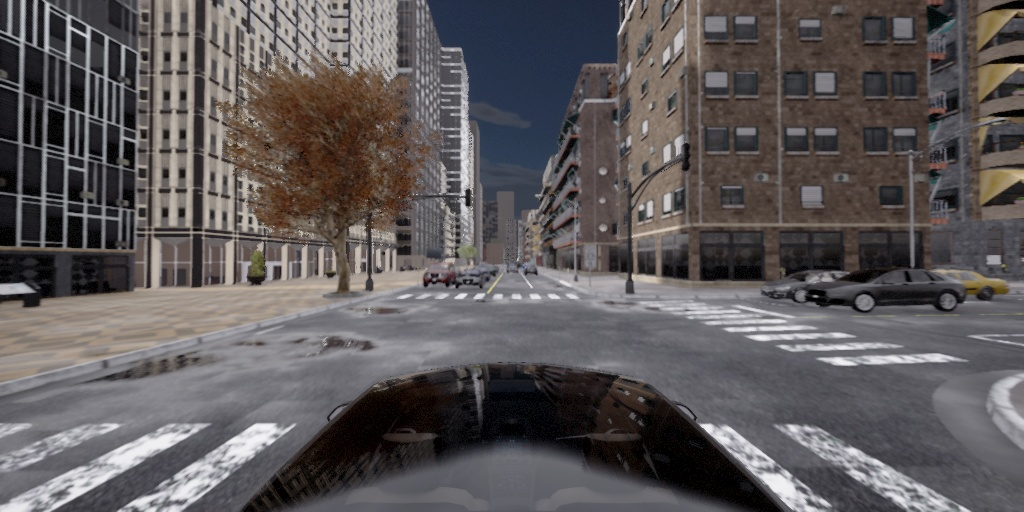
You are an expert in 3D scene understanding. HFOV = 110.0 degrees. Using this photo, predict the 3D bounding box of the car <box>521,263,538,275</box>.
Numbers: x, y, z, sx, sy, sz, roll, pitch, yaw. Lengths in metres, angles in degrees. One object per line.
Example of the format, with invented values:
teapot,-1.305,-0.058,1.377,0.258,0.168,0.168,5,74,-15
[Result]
car,2.691,2.037,50.901,1.948,1.339,4.313,0,0,0

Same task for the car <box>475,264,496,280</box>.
car,-3.100,1.807,36.689,2.033,1.411,5.357,0,-1,0

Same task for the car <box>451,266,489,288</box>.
car,-3.091,1.684,27.305,1.994,1.385,4.181,0,-1,1

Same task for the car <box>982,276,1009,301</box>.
car,18.832,1.193,15.901,4.829,1.417,1.751,0,0,-1

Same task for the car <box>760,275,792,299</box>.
car,13.435,1.294,15.845,4.403,1.370,2.007,0,0,-1

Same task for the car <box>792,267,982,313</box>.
car,13.651,1.210,13.277,4.892,1.490,1.837,-1,-1,0

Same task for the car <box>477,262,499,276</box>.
car,-3.088,1.762,46.840,2.097,1.767,4.553,0,-1,0

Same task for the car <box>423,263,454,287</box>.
car,-5.691,1.457,28.813,2.192,1.841,5.009,0,0,0

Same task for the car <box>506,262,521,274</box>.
car,0.110,2.133,58.444,2.033,1.411,5.357,0,-1,0

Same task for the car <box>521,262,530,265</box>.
car,2.691,2.081,56.593,1.751,1.417,4.829,0,0,0
